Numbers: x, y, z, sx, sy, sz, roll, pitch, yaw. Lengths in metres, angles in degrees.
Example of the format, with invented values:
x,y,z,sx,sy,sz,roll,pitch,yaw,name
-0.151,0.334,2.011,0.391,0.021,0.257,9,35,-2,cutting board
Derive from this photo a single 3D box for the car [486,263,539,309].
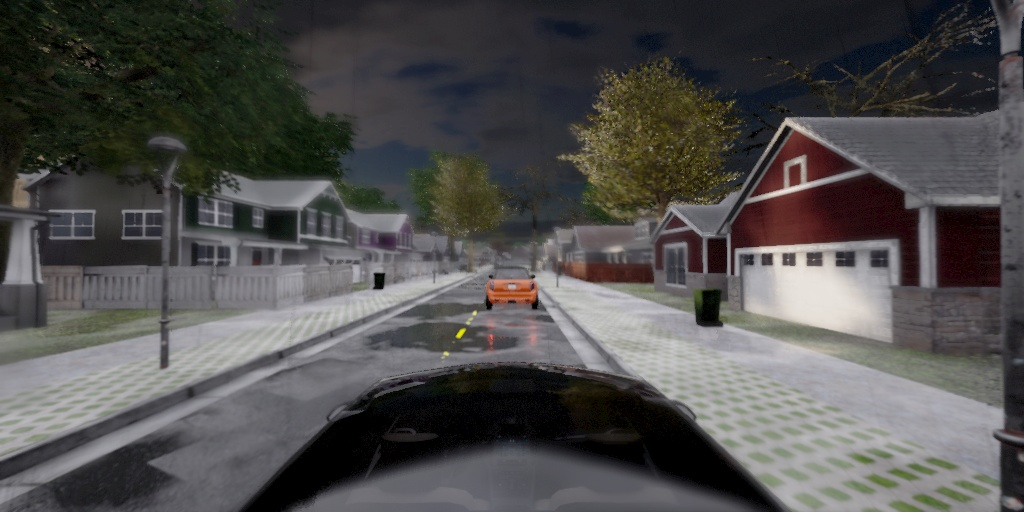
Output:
x,y,z,sx,sy,sz,roll,pitch,yaw,name
0.005,1.238,15.931,2.097,1.767,4.553,0,-1,0,car
